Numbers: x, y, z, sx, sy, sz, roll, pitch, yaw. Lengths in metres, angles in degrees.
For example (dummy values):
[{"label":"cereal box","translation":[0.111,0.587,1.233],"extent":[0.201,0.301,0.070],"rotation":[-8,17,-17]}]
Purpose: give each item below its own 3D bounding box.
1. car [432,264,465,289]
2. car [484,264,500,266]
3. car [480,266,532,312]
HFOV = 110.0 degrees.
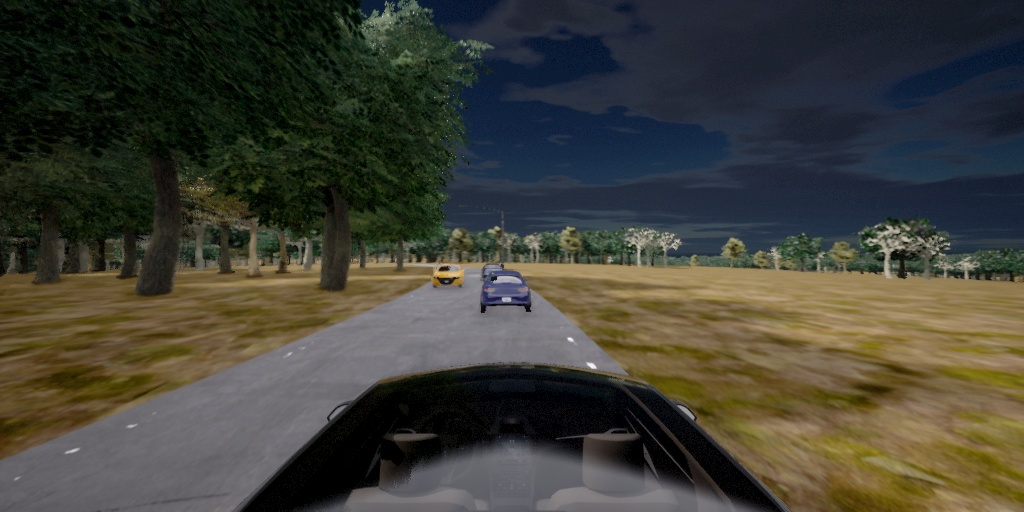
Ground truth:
[{"label":"car","translation":[-4.199,1.283,24.238],"extent":[1.882,1.535,5.008],"rotation":[0,0,-5]},{"label":"car","translation":[-1.801,1.385,32.157],"extent":[2.033,1.411,5.357],"rotation":[0,0,-7]},{"label":"car","translation":[-0.293,1.290,14.206],"extent":[1.812,1.442,4.674],"rotation":[0,0,-3]}]
